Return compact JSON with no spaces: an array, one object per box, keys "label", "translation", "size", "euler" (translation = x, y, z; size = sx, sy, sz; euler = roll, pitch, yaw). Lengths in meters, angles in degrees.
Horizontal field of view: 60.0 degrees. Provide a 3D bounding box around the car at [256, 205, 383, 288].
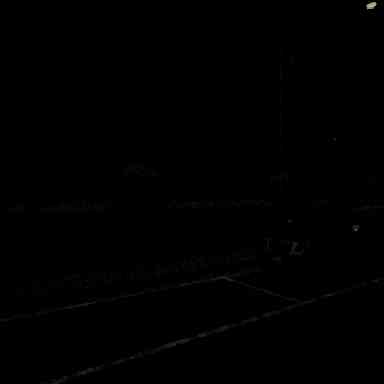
[{"label":"car","translation":[4.086,1.313,9.455],"size":[5.009,1.841,2.192],"euler":[0,0,-36]}]
